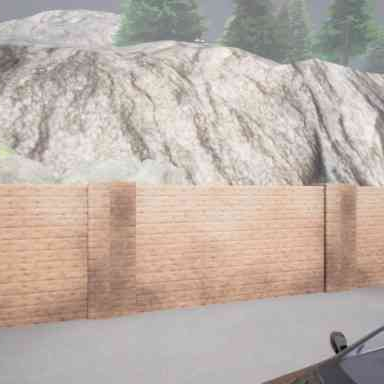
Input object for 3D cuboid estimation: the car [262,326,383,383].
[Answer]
[{"bbox_3d":[2.122,1.492,1.934,4.902,1.511,2.128,0,0,-19],"label":"car"}]
